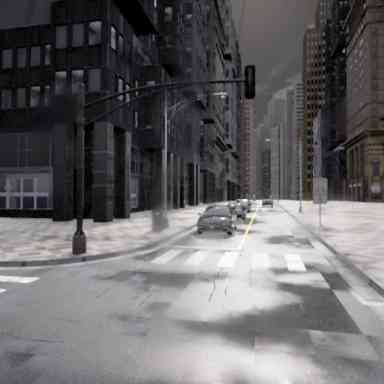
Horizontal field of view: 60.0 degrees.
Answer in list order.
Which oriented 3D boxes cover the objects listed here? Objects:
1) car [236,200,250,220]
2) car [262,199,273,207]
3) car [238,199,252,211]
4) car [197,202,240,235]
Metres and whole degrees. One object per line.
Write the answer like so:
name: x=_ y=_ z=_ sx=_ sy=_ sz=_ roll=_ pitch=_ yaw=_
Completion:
car: x=3.674 y=1.627 z=28.878 sx=1.994 sy=1.385 sz=4.181 roll=0 pitch=0 yaw=13
car: x=13.088 y=1.818 z=57.545 sx=1.895 sy=1.301 sz=4.718 roll=0 pitch=-1 yaw=12
car: x=5.933 y=1.597 z=38.893 sx=2.128 sy=1.511 sz=4.902 roll=0 pitch=0 yaw=13
car: x=1.527 y=1.538 z=19.155 sx=1.837 sy=1.490 sz=4.892 roll=0 pitch=0 yaw=12
